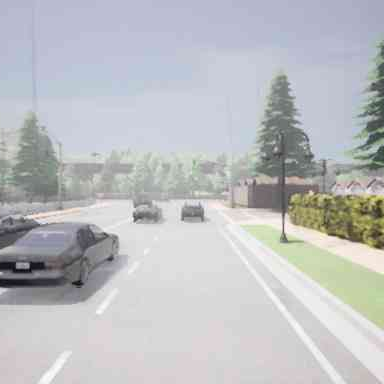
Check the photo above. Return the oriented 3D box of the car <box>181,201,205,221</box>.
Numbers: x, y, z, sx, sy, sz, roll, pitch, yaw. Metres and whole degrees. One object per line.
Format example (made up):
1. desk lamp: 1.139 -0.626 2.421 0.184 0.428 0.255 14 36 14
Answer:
1. car: 0.072 1.540 28.087 2.128 1.511 4.902 0 0 0

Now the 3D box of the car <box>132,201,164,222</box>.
1. car: -3.435 1.646 26.617 1.895 1.301 4.718 0 0 0

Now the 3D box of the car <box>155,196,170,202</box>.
1. car: -6.740 1.593 75.784 2.033 1.411 5.357 0 0 -27

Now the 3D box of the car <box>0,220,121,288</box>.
1. car: -3.457 1.564 9.347 2.033 1.411 5.357 0 0 1

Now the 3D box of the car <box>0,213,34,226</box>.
1. car: -7.066 1.512 11.572 2.128 1.511 4.902 0 0 0

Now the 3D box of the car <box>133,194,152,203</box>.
1. car: -7.076 1.305 48.011 2.150 2.045 5.566 0 0 0
